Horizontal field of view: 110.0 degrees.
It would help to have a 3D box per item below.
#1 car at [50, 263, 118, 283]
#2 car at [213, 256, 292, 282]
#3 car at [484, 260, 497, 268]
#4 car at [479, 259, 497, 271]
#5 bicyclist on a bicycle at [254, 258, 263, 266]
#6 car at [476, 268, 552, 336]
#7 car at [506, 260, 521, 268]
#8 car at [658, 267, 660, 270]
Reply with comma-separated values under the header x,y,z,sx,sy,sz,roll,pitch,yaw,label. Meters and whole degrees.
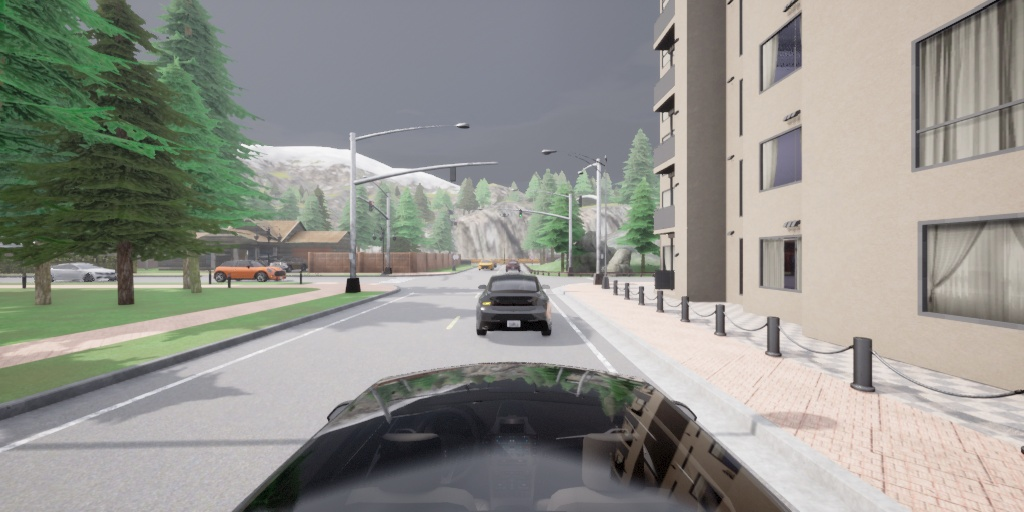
x,y,z,sx,sy,sz,roll,pitch,yaw,label
-32.660,1.261,27.175,4.674,1.442,1.812,0,0,-1,car
-19.945,1.088,27.455,4.553,1.767,2.097,0,0,-1,car
-3.568,1.350,60.364,1.895,1.301,4.718,0,0,0,car
-3.578,1.227,50.220,1.882,1.535,5.008,0,0,0,car
-24.556,1.016,34.848,0.582,1.620,1.656,0,0,-1,bicyclist on a bicycle
0.059,1.255,10.365,1.837,1.490,4.892,0,0,0,car
0.128,1.275,47.483,1.812,1.442,4.674,0,0,0,car
16.019,0.986,32.059,5.566,2.045,2.150,0,0,-1,car
